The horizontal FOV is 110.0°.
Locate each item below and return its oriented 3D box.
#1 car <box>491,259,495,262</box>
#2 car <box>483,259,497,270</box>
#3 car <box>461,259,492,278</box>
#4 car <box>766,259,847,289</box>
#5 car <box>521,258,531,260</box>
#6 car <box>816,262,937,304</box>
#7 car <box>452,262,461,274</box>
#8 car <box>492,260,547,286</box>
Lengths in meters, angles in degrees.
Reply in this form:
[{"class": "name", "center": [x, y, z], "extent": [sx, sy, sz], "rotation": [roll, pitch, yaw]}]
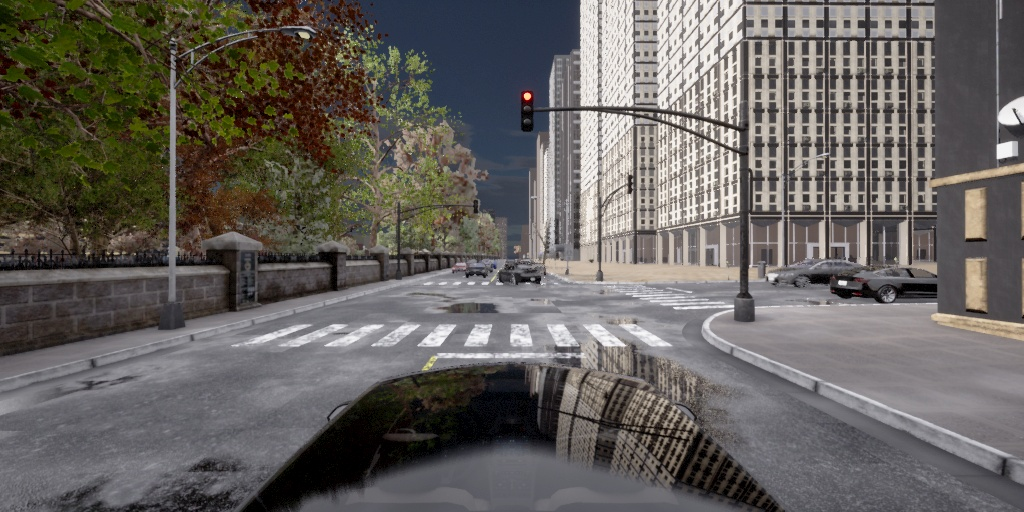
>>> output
[{"class": "car", "center": [-3.317, 1.262, 44.192], "extent": [2.128, 1.511, 4.902], "rotation": [0, 0, 0]}, {"class": "car", "center": [-3.366, 1.260, 55.465], "extent": [1.882, 1.535, 5.008], "rotation": [0, 0, 0]}, {"class": "car", "center": [-3.266, 1.311, 34.174], "extent": [2.033, 1.411, 5.357], "rotation": [0, 0, 0]}, {"class": "car", "center": [16.501, 0.944, 19.442], "extent": [4.902, 1.511, 2.128], "rotation": [-1, 0, -1]}, {"class": "car", "center": [2.453, 1.339, 47.412], "extent": [1.948, 1.339, 4.313], "rotation": [0, 0, 0]}, {"class": "car", "center": [14.627, 1.026, 13.628], "extent": [4.313, 1.339, 1.948], "rotation": [0, 0, -1]}, {"class": "car", "center": [-5.898, 1.351, 41.735], "extent": [1.802, 1.307, 4.207], "rotation": [0, 0, 0]}, {"class": "car", "center": [0.452, 1.265, 25.557], "extent": [1.837, 1.490, 4.892], "rotation": [-4, 1, -22]}]
